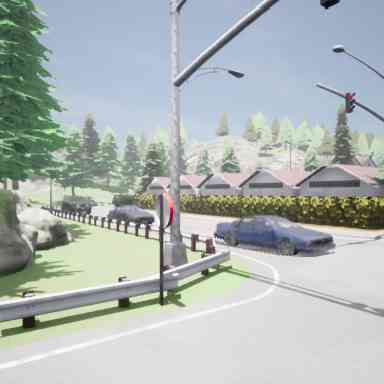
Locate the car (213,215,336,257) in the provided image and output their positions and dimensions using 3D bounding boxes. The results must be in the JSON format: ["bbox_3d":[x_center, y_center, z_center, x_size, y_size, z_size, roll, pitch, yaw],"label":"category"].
[{"bbox_3d":[3.233,1.729,14.232,2.033,1.411,5.357,0,-1,-38],"label":"car"}]

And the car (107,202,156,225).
[{"bbox_3d":[-4.711,1.739,25.251,2.033,1.411,5.357,0,0,-35],"label":"car"}]

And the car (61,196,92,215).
[{"bbox_3d":[-12.868,1.415,36.861,2.150,2.045,5.566,0,0,-34],"label":"car"}]

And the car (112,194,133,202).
[{"bbox_3d":[-10.432,1.398,54.088,2.150,2.045,5.566,0,0,37],"label":"car"}]
